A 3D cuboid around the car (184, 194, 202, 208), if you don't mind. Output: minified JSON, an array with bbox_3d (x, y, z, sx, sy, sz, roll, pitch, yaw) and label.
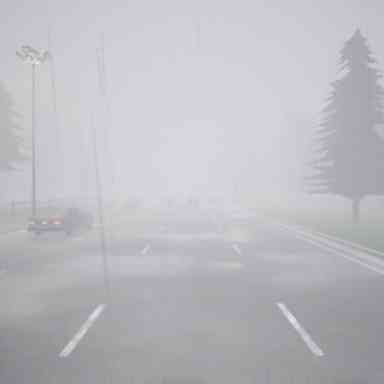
[{"bbox_3d":[0.018,1.342,45.670,1.837,1.490,4.892,0,1,0],"label":"car"}]

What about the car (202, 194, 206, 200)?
[{"bbox_3d":[3.376,1.219,83.664,1.812,1.442,4.674,0,0,0],"label":"car"}]

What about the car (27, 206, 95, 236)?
[{"bbox_3d":[-6.927,1.490,18.165,2.033,1.411,5.357,0,0,0],"label":"car"}]

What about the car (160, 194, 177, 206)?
[{"bbox_3d":[-3.566,1.352,49.511,1.812,1.442,4.674,0,0,0],"label":"car"}]

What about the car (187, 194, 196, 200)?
[{"bbox_3d":[-0.124,1.238,84.016,2.033,1.411,5.357,0,0,0],"label":"car"}]

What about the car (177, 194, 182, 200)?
[{"bbox_3d":[-3.625,1.178,84.660,1.882,1.535,5.008,0,0,0],"label":"car"}]

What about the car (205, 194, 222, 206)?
[{"bbox_3d":[3.440,1.293,50.079,1.882,1.535,5.008,0,1,0],"label":"car"}]

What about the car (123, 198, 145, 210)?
[{"bbox_3d":[-6.996,1.411,40.425,2.033,1.411,5.357,0,0,0],"label":"car"}]
